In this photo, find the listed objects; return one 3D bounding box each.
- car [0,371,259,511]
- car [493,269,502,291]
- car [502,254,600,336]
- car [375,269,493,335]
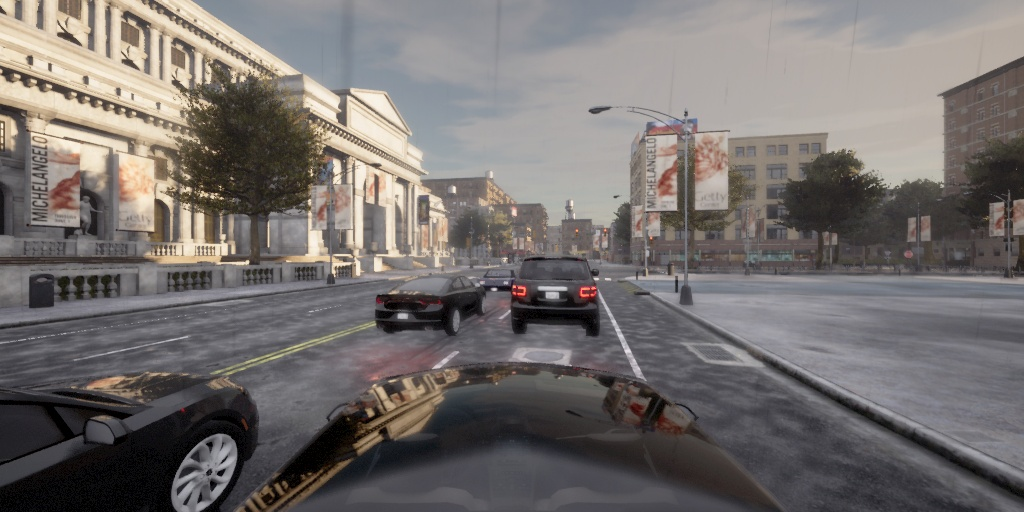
[{"bbox_3d":[-3.203,1.255,1.258,1.837,1.490,4.892,0,0,0],"label":"car"},{"bbox_3d":[-0.445,1.351,19.772,1.895,1.301,4.718,0,0,11],"label":"car"},{"bbox_3d":[1.381,0.971,10.636,2.150,2.045,5.566,0,0,10],"label":"car"},{"bbox_3d":[-2.106,1.228,10.651,1.882,1.535,5.008,0,0,9],"label":"car"}]
